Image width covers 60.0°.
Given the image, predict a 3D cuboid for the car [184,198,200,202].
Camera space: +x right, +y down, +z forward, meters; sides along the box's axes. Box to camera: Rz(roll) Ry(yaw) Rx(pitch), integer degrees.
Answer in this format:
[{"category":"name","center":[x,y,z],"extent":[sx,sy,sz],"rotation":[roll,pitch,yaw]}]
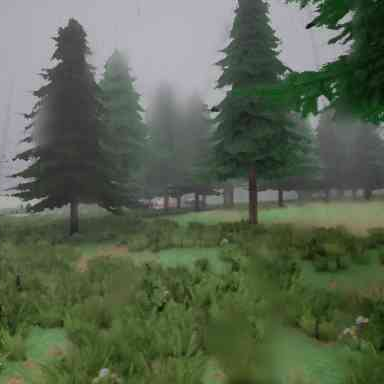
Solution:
[{"category":"car","center":[0.384,1.956,63.664],"extent":[1.882,1.535,5.008],"rotation":[-1,0,35]}]

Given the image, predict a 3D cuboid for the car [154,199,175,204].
[{"category":"car","center":[-5.225,1.857,61.236],"extent":[2.097,1.767,4.553],"rotation":[-1,0,35]}]
